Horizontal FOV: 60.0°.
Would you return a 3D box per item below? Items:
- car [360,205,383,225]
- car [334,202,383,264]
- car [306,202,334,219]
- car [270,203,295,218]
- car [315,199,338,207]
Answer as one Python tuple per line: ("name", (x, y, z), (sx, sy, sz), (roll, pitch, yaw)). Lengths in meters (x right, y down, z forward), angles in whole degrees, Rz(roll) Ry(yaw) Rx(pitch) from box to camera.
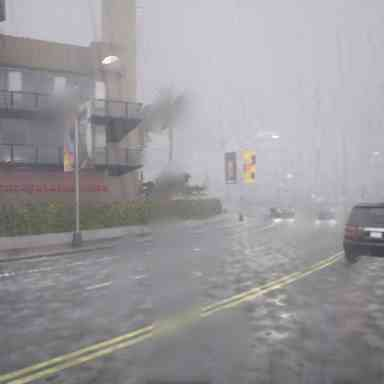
("car", (15.944, 1.886, 28.399), (2.128, 1.511, 4.902), (-1, -1, 18))
("car", (7.132, 1.387, 11.991), (2.150, 2.045, 5.566), (-2, -2, 38))
("car", (13.776, 1.964, 35.908), (2.097, 1.767, 4.553), (-1, -1, 6))
("car", (10.614, 2.102, 39.370), (2.097, 1.767, 4.553), (-1, -1, 1))
("car", (30.764, 2.517, 76.336), (2.185, 1.767, 4.553), (0, -1, -22))
